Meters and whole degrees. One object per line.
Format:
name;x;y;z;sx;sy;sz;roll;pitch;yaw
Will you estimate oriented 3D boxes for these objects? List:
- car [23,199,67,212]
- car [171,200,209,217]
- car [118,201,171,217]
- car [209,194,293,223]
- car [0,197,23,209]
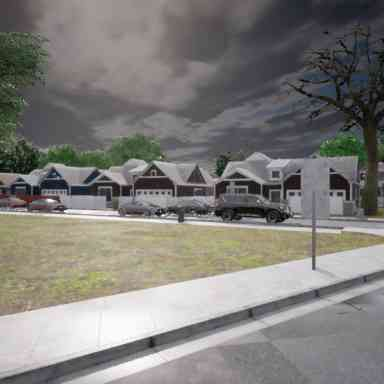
car;-15.061;1.400;34.599;4.181;1.385;1.994;0;0;28
car;-0.532;1.432;30.209;4.674;1.442;1.812;0;0;29
car;-4.376;1.448;28.938;4.181;1.385;1.994;0;0;29
car;4.371;1.146;24.027;5.566;2.045;2.150;0;0;30
car;-22.968;1.372;41.974;4.181;1.385;1.994;0;0;28
